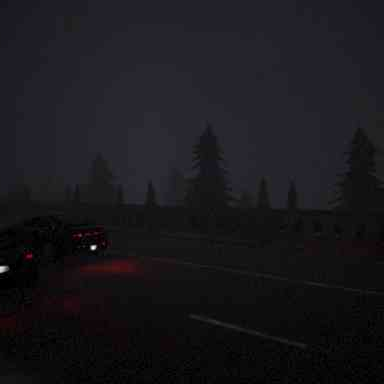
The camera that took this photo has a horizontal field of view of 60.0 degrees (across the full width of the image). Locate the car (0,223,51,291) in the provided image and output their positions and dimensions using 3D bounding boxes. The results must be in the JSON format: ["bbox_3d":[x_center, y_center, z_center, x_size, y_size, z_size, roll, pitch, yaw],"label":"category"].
[{"bbox_3d":[-5.544,1.556,7.978,4.181,1.385,1.994,0,0,36],"label":"car"}]

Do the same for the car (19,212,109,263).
[{"bbox_3d":[-5.090,1.498,11.960,4.892,1.490,1.837,0,0,36],"label":"car"}]
